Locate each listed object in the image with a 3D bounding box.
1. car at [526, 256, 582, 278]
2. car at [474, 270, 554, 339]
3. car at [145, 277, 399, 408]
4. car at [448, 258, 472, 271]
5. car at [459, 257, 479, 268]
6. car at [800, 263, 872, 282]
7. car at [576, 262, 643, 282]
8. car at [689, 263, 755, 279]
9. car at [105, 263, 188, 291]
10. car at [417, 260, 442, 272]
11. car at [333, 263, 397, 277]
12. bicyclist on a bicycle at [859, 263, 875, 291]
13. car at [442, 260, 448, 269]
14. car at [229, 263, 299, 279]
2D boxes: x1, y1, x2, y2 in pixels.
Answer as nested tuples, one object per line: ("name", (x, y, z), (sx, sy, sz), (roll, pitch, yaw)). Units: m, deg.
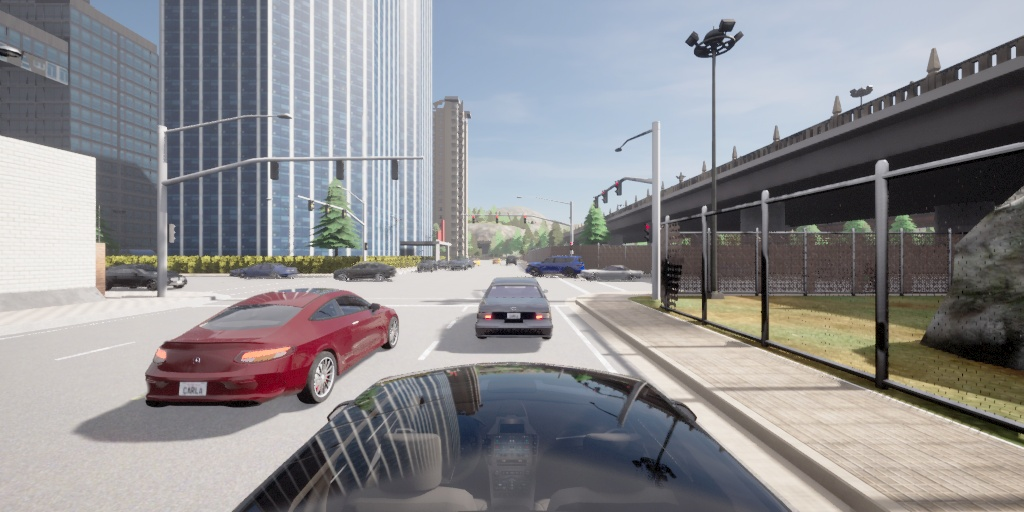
("car", (4.152, 1.009, 34.121), (5.566, 2.045, 2.150), (1, 0, 22))
("car", (0.079, 1.297, 10.013), (2.033, 1.411, 5.357), (0, 0, 1))
("car", (-3.449, 1.276, 6.193), (1.812, 1.442, 4.674), (0, 0, 0))
("car", (-7.177, 1.314, 49.527), (1.994, 1.385, 4.181), (0, 0, 0))
("car", (-7.182, 1.297, 58.765), (2.033, 1.411, 5.357), (0, 0, 0))
("car", (26.265, 1.296, 29.201), (4.902, 1.511, 2.128), (0, 0, 0))
("car", (7.947, 1.404, 29.001), (4.718, 1.301, 1.895), (0, 0, -2))
("car", (19.109, 1.353, 32.675), (5.357, 1.411, 2.033), (0, 0, 0))
("car", (-22.583, 1.331, 21.823), (4.674, 1.442, 1.812), (0, 0, 0))
("car", (-10.677, 1.255, 45.754), (1.837, 1.490, 4.892), (0, 0, 0))
("car", (-11.845, 1.287, 29.048), (4.892, 1.490, 1.837), (0, 0, 0))
("bicyclist on a bicycle", (18.267, 1.106, 18.188), (0.582, 1.620, 1.656), (0, 0, 0))
("car", (-10.690, 1.276, 54.993), (1.812, 1.442, 4.674), (0, 0, 0))
("car", (-22.381, 1.353, 32.505), (5.357, 1.411, 2.033), (0, 0, 0))
